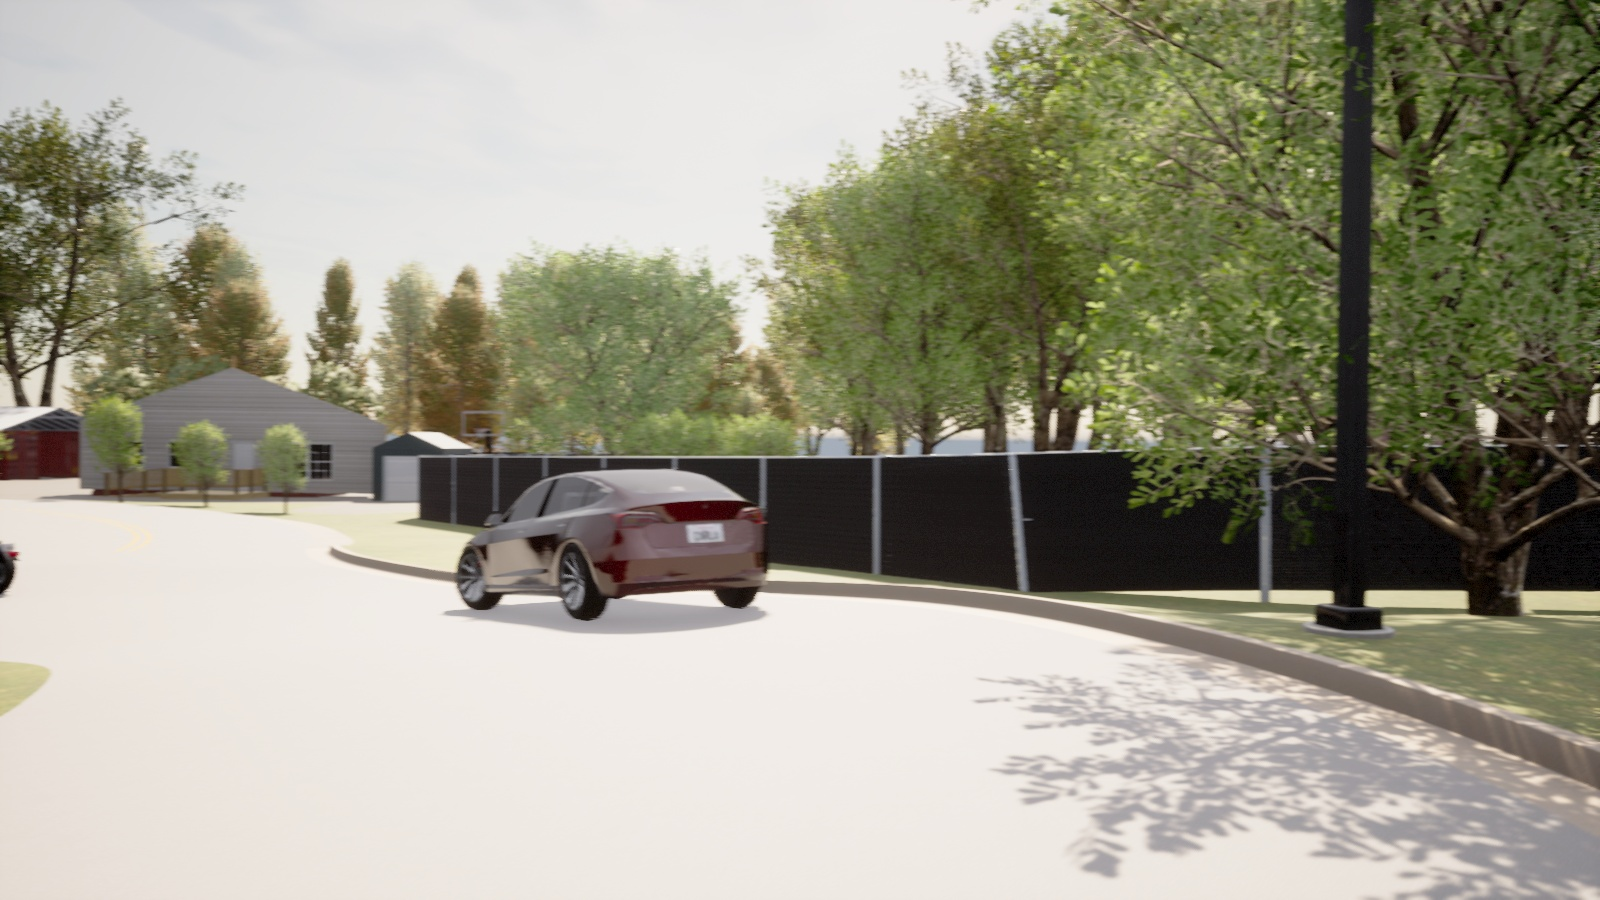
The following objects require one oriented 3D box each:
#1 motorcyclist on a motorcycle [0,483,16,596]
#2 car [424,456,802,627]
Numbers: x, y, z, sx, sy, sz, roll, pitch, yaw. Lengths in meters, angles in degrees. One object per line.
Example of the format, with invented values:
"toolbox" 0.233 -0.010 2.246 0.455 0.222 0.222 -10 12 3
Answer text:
"motorcyclist on a motorcycle" -12.966 1.334 18.490 2.350 1.649 0.766 -1 0 1
"car" -2.244 0.977 13.632 2.163 1.488 4.792 0 -4 -34
